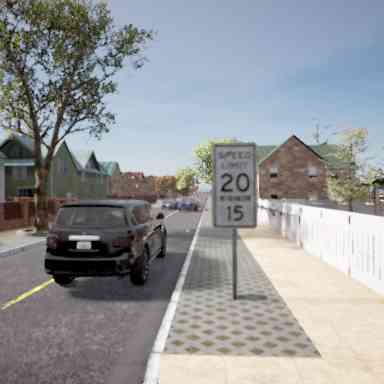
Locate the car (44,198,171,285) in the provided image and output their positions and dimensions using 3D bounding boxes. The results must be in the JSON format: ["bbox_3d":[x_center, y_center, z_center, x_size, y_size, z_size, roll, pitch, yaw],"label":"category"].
[{"bbox_3d":[-2.103,1.208,9.602,2.150,2.045,5.566,0,0,3],"label":"car"}]

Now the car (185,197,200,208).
[{"bbox_3d":[0.121,1.542,50.444,1.882,1.535,5.008,0,0,3],"label":"car"}]

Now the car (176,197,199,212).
[{"bbox_3d":[-0.388,1.399,40.191,2.097,1.767,4.553,0,0,4],"label":"car"}]

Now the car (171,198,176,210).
[{"bbox_3d":[-2.937,1.557,44.869,2.128,1.511,4.902,0,0,3],"label":"car"}]
